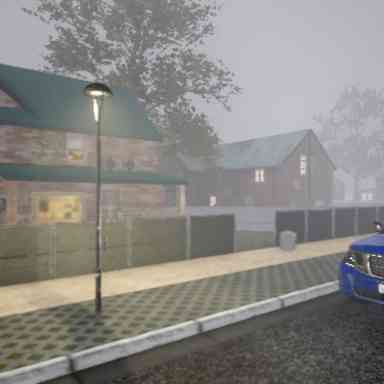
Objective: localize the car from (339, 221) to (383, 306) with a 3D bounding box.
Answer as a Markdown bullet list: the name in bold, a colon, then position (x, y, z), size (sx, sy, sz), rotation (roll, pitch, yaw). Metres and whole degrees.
- **car**: position (5.391, 1.218, 6.918), size (5.566, 2.045, 2.150), rotation (0, 0, -35)
